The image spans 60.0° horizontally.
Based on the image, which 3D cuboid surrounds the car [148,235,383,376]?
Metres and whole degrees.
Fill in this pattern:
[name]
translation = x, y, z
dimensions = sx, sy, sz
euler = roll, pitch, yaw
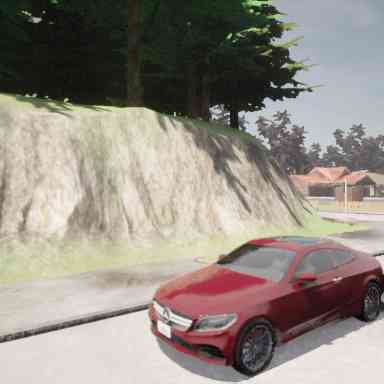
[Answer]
[car]
translation = 1.528, 1.526, 5.689
dimensions = 4.674, 1.442, 1.812
euler = 0, 0, -36
